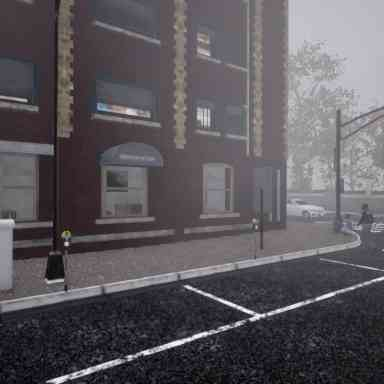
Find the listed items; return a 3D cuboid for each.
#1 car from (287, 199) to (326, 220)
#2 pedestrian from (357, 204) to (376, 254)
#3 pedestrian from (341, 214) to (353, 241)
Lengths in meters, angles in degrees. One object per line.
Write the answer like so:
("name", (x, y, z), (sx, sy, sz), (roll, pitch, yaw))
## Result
("car", (8.019, 1.256, 25.821), (1.812, 1.442, 4.674), (0, 1, -36))
("pedestrian", (6.459, 1.296, 12.367), (0.375, 1.860, 0.375), (0, 0, -36))
("pedestrian", (6.663, 1.144, 14.148), (0.375, 1.860, 0.375), (0, 0, -36))
